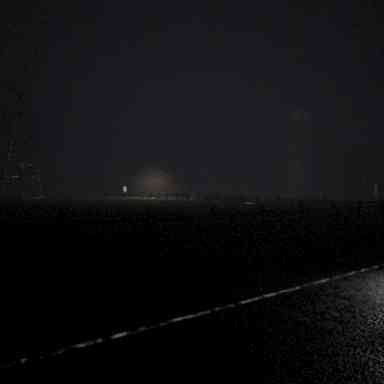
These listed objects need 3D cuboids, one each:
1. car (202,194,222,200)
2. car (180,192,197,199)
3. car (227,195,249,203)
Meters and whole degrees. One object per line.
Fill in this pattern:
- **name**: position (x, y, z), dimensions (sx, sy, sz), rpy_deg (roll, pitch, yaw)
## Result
- **car**: position (4.020, 1.044, 68.432), dimensions (1.895, 1.301, 4.718), rpy_deg (-1, 1, -36)
- **car**: position (-0.850, 0.729, 75.153), dimensions (1.837, 1.490, 4.892), rpy_deg (-1, 1, -36)
- **car**: position (7.994, 1.136, 58.083), dimensions (1.994, 1.385, 4.181), rpy_deg (-1, 1, -35)
